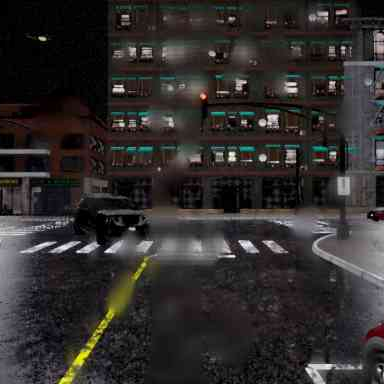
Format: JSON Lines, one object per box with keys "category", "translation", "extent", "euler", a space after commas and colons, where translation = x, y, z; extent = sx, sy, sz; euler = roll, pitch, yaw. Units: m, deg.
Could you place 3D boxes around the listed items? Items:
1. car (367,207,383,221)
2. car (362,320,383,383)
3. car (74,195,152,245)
{"category": "car", "translation": [14.796, 1.452, 23.616], "extent": [4.181, 1.385, 1.994], "euler": [-1, -1, 1]}
{"category": "car", "translation": [2.753, 1.441, 1.902], "extent": [1.967, 1.590, 4.097], "euler": [1, 0, 0]}
{"category": "car", "translation": [-3.962, 1.172, 15.883], "extent": [2.150, 2.045, 5.566], "euler": [1, 0, -34]}
